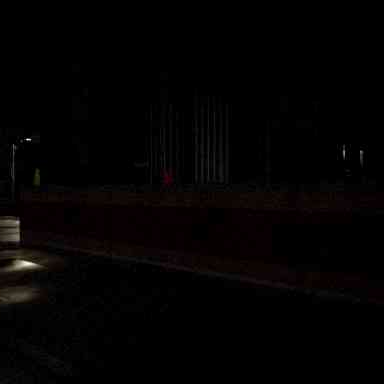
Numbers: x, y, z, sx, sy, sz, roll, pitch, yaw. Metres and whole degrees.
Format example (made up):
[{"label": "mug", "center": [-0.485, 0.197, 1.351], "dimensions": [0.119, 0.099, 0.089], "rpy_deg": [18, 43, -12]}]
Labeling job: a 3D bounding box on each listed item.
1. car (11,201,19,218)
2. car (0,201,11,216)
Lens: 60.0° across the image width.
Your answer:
[{"label": "car", "center": [-12.217, 1.603, 28.783], "dimensions": [2.033, 1.411, 5.357], "rpy_deg": [0, 0, 37]}, {"label": "car", "center": [-16.375, 1.547, 29.061], "dimensions": [2.128, 1.511, 4.902], "rpy_deg": [0, 0, 37]}]
